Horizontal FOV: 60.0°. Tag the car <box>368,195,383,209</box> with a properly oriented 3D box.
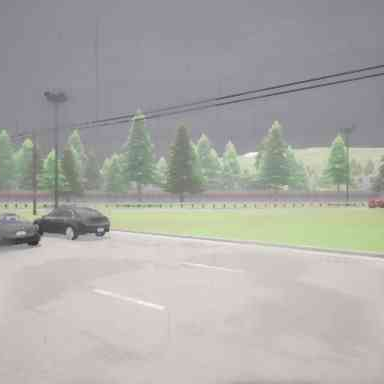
[{"bbox_3d":[26.285,1.324,44.311,5.566,2.045,2.150,0,0,-14],"label":"car"}]

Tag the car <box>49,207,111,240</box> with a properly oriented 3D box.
[{"bbox_3d":[-6.236,1.514,16.916,4.892,1.490,1.837,0,0,36],"label":"car"}]

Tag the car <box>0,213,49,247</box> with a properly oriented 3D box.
[{"bbox_3d":[-8.269,1.570,14.066,4.181,1.385,1.994,0,0,36],"label":"car"}]
